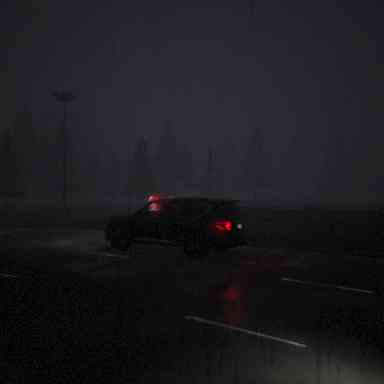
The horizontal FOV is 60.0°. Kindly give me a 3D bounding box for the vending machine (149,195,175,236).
[{"bbox_3d":[-1.595,1.194,17.765,0.880,2.100,1.100,0,0,29],"label":"vending machine"}]

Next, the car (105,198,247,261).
[{"bbox_3d":[-0.700,1.223,12.495,5.566,2.045,2.150,0,0,31],"label":"car"}]
